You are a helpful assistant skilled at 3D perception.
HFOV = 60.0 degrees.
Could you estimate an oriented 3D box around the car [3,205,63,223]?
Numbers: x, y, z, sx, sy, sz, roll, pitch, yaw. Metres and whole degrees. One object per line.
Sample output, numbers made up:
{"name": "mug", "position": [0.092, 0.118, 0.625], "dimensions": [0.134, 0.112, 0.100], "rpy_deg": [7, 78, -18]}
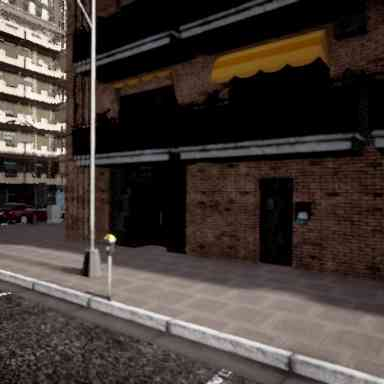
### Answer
{"name": "car", "position": [-12.600, 1.707, 26.630], "dimensions": [1.887, 1.381, 4.507], "rpy_deg": [0, -1, 36]}
